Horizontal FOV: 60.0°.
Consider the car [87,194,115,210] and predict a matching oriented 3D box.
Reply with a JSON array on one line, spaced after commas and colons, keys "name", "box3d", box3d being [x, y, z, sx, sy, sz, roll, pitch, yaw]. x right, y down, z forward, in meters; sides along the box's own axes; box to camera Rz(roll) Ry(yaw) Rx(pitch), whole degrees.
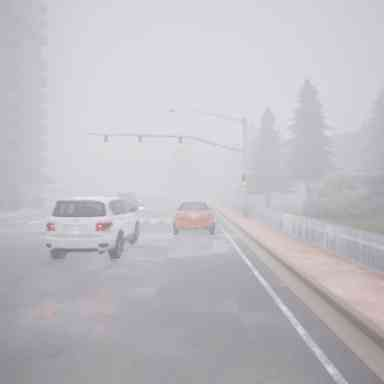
[{"name": "car", "box3d": [-10.689, 1.120, 39.414, 2.097, 1.767, 4.553, 0, 0, -2]}]

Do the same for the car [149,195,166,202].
[{"name": "car", "box3d": [-7.145, 1.192, 63.816, 2.033, 1.411, 5.357, 0, 0, -39]}]

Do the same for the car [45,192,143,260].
[{"name": "car", "box3d": [-3.404, 1.163, 12.351, 2.150, 2.045, 5.566, 0, 0, 0]}]

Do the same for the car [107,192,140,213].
[{"name": "car", "box3d": [-7.065, 1.020, 34.957, 2.150, 2.045, 5.566, 0, 0, 1]}]

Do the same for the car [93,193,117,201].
[{"name": "car", "box3d": [-18.059, 1.068, 69.202, 5.008, 1.535, 1.882, 0, 0, 32]}]

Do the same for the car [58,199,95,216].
[{"name": "car", "box3d": [-10.584, 1.378, 30.868, 1.994, 1.385, 4.181, 0, 0, 0]}]

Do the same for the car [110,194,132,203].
[{"name": "car", "box3d": [-12.797, 1.150, 59.609, 2.128, 1.511, 4.902, 0, 0, -36]}]

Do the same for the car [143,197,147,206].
[{"name": "car", "box3d": [-7.447, 1.271, 44.913, 1.812, 1.442, 4.674, 0, 1, -5]}]

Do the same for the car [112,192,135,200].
[{"name": "car", "box3d": [-14.624, 0.861, 71.097, 4.553, 1.767, 2.097, 0, 0, 32]}]

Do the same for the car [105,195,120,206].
[{"name": "car", "box3d": [-12.122, 1.210, 50.550, 1.837, 1.490, 4.892, 0, 1, -19]}]

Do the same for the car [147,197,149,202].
[{"name": "car", "box3d": [-10.564, 1.209, 62.544, 1.994, 1.385, 4.181, 0, 0, -39]}]

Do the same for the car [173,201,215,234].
[{"name": "car", "box3d": [0.099, 1.251, 18.508, 2.097, 1.767, 4.553, 0, 0, 0]}]
